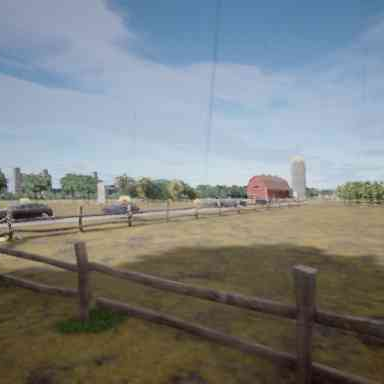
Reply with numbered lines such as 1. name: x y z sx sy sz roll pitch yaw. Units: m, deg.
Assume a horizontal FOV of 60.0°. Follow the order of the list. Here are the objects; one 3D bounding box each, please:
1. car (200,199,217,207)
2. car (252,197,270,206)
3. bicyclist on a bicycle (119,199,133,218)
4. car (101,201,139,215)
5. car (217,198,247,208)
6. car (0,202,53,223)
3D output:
1. car: 3.426 1.715 50.885 2.033 1.411 5.357 -2 -1 36
2. car: 12.173 1.637 58.371 1.837 1.490 4.892 -2 -2 35
3. bicyclist on a bicycle: -5.548 1.438 27.991 1.656 1.620 0.582 0 0 35
4. car: -7.631 1.699 35.381 1.994 1.385 4.181 -2 -1 35
5. car: 6.475 1.630 50.252 2.033 1.411 5.357 -2 -1 36
6. car: -13.727 1.625 26.791 1.837 1.490 4.892 -2 -1 35
